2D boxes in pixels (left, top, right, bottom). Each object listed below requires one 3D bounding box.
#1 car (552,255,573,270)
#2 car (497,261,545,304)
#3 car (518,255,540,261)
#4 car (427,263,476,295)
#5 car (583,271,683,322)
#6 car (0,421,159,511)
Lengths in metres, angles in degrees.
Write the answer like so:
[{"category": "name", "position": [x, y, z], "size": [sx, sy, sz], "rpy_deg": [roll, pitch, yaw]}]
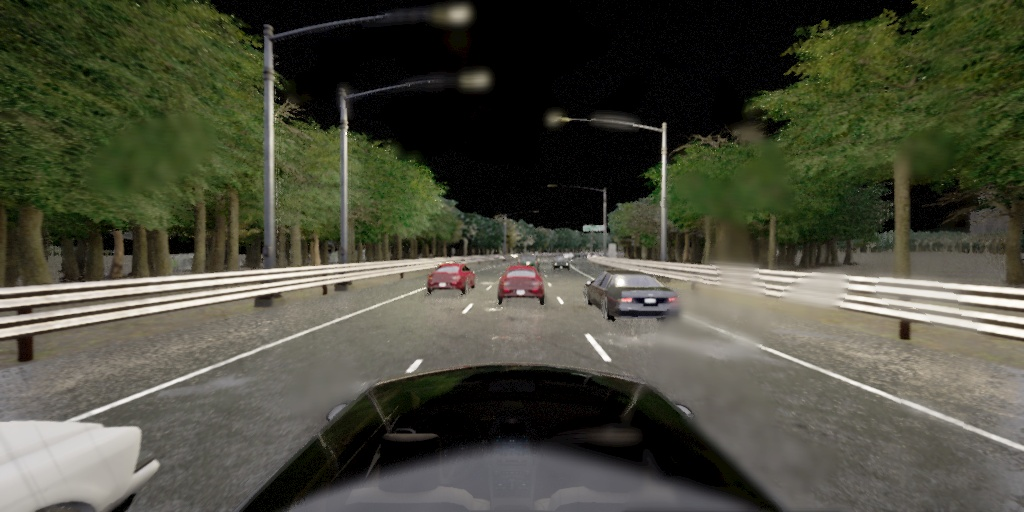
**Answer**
[{"category": "car", "position": [5.545, 0.899, 40.863], "size": [1.895, 1.301, 4.718], "rpy_deg": [0, 1, 6]}, {"category": "car", "position": [0.403, 1.120, 15.266], "size": [1.812, 1.442, 4.674], "rpy_deg": [0, 1, 2]}, {"category": "car", "position": [1.680, 0.709, 35.698], "size": [2.097, 1.767, 4.553], "rpy_deg": [0, 1, 5]}, {"category": "car", "position": [-2.982, 1.083, 18.205], "size": [1.812, 1.442, 4.674], "rpy_deg": [0, 1, 2]}, {"category": "car", "position": [3.667, 1.185, 11.817], "size": [2.033, 1.411, 5.357], "rpy_deg": [0, 1, 2]}, {"category": "car", "position": [-3.379, 1.364, 0.293], "size": [1.895, 1.301, 4.718], "rpy_deg": [0, 1, 0]}]
